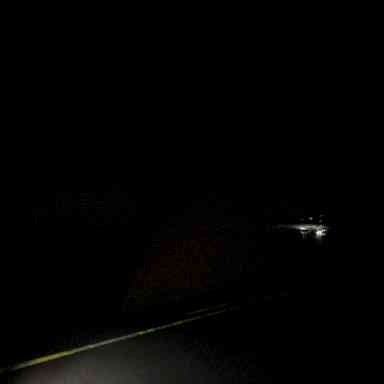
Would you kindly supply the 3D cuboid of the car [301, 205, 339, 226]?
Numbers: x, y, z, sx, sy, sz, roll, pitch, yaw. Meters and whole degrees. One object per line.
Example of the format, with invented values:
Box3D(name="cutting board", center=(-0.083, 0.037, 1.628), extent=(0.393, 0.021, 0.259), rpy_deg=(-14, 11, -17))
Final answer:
Box3D(name="car", center=(9.735, 1.612, 23.830), extent=(4.181, 1.385, 1.994), rpy_deg=(0, 0, -35))
